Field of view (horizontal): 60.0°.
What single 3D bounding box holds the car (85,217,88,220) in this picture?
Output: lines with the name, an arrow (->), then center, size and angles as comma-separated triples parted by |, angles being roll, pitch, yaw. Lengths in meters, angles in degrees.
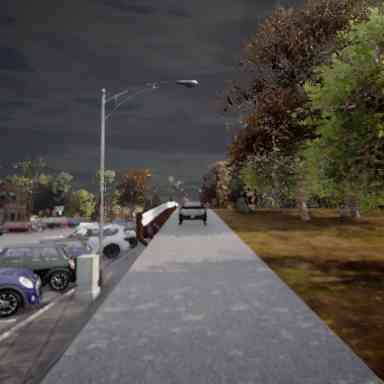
car -> -24.097, 6.319, 67.051 | 4.792, 1.488, 2.163 | 0, -4, -21

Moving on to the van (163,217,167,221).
van -> -6.978, 5.310, 55.022 | 4.442, 1.987, 1.878 | 2, -4, -20

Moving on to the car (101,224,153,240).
car -> -7.144, 4.403, 36.798 | 5.366, 1.575, 1.946 | 2, -4, -20

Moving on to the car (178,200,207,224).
car -> 0.042, 1.315, 23.213 | 2.128, 1.511, 4.902 | 0, 0, 0

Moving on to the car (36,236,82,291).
car -> -6.780, 2.794, 12.750 | 4.553, 1.767, 2.185 | 2, -4, -20

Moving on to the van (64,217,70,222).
van -> -24.167, 5.516, 58.139 | 4.442, 1.987, 1.878 | 0, -3, -20

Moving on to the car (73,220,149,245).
car -> -6.879, 3.602, 27.841 | 5.566, 2.045, 2.435 | 2, -4, -20

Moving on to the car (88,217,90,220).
car -> -24.157, 6.219, 69.979 | 5.566, 2.045, 2.435 | 0, -3, -20

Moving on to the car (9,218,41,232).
car -> -24.009, 4.888, 46.354 | 4.553, 1.767, 2.185 | 0, -4, -20

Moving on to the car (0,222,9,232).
car -> -23.897, 4.495, 37.511 | 4.792, 1.488, 2.163 | 1, -4, -20

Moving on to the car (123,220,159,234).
car -> -7.057, 4.846, 45.915 | 4.553, 1.767, 2.185 | 2, -4, -20

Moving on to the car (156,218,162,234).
car -> -6.960, 4.349, 39.909 | 5.566, 2.045, 2.435 | 2, -4, -20

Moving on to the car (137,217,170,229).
car -> -7.145, 5.651, 60.992 | 5.566, 2.045, 2.435 | 2, -3, -20

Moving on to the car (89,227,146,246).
car -> -6.945, 4.040, 30.841 | 4.892, 1.521, 2.231 | 2, -4, -20

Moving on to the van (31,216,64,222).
van -> -24.149, 5.334, 55.185 | 4.442, 1.987, 1.878 | 0, -3, -20

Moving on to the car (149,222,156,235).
car -> -6.980, 3.974, 33.857 | 5.566, 2.045, 2.435 | 2, -4, -20

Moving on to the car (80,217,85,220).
car -> -24.074, 5.856, 64.107 | 5.566, 2.045, 2.435 | 1, -4, -20

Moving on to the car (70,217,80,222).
car -> -24.056, 5.674, 61.153 | 5.566, 2.045, 2.435 | 0, -4, -20

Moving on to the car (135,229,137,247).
car -> -6.920, 3.694, 24.786 | 4.792, 1.488, 2.163 | 2, -3, -20

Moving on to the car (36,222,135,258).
car -> -6.894, 3.227, 21.786 | 5.566, 2.045, 2.435 | 2, -4, -20

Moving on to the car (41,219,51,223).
car -> -23.998, 5.198, 49.316 | 4.892, 1.521, 2.231 | 1, -4, -21

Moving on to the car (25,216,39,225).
car -> -39.902, 7.048, 83.219 | 2.435, 2.045, 5.566 | 1, -3, -19

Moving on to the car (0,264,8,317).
car -> -6.766, 2.546, 6.701 | 4.892, 1.521, 2.231 | 2, -4, -20

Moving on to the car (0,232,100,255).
car -> -6.806, 2.981, 15.771 | 4.553, 1.767, 2.185 | 2, -3, -20

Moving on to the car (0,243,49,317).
car -> -6.820, 2.605, 9.717 | 4.553, 1.767, 2.185 | 2, -4, -20
